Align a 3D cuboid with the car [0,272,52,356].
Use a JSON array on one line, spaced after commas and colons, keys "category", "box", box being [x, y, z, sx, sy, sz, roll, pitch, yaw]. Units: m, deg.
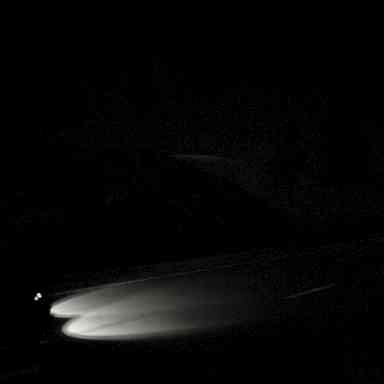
[{"category": "car", "box": [-4.321, 1.679, 4.822, 4.181, 1.385, 1.994, 1, -2, -37]}]
